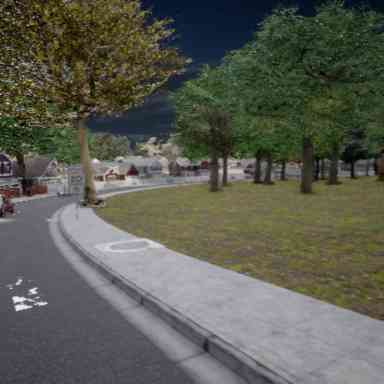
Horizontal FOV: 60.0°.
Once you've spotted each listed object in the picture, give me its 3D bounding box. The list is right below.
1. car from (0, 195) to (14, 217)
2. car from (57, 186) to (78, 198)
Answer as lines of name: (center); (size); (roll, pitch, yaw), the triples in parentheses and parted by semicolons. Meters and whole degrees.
car: (-14.071, 0.965, 23.797); (1.812, 1.442, 4.674); (-3, 3, -17)
car: (-17.844, -0.075, 47.982); (2.128, 1.511, 4.902); (-1, 3, 0)
